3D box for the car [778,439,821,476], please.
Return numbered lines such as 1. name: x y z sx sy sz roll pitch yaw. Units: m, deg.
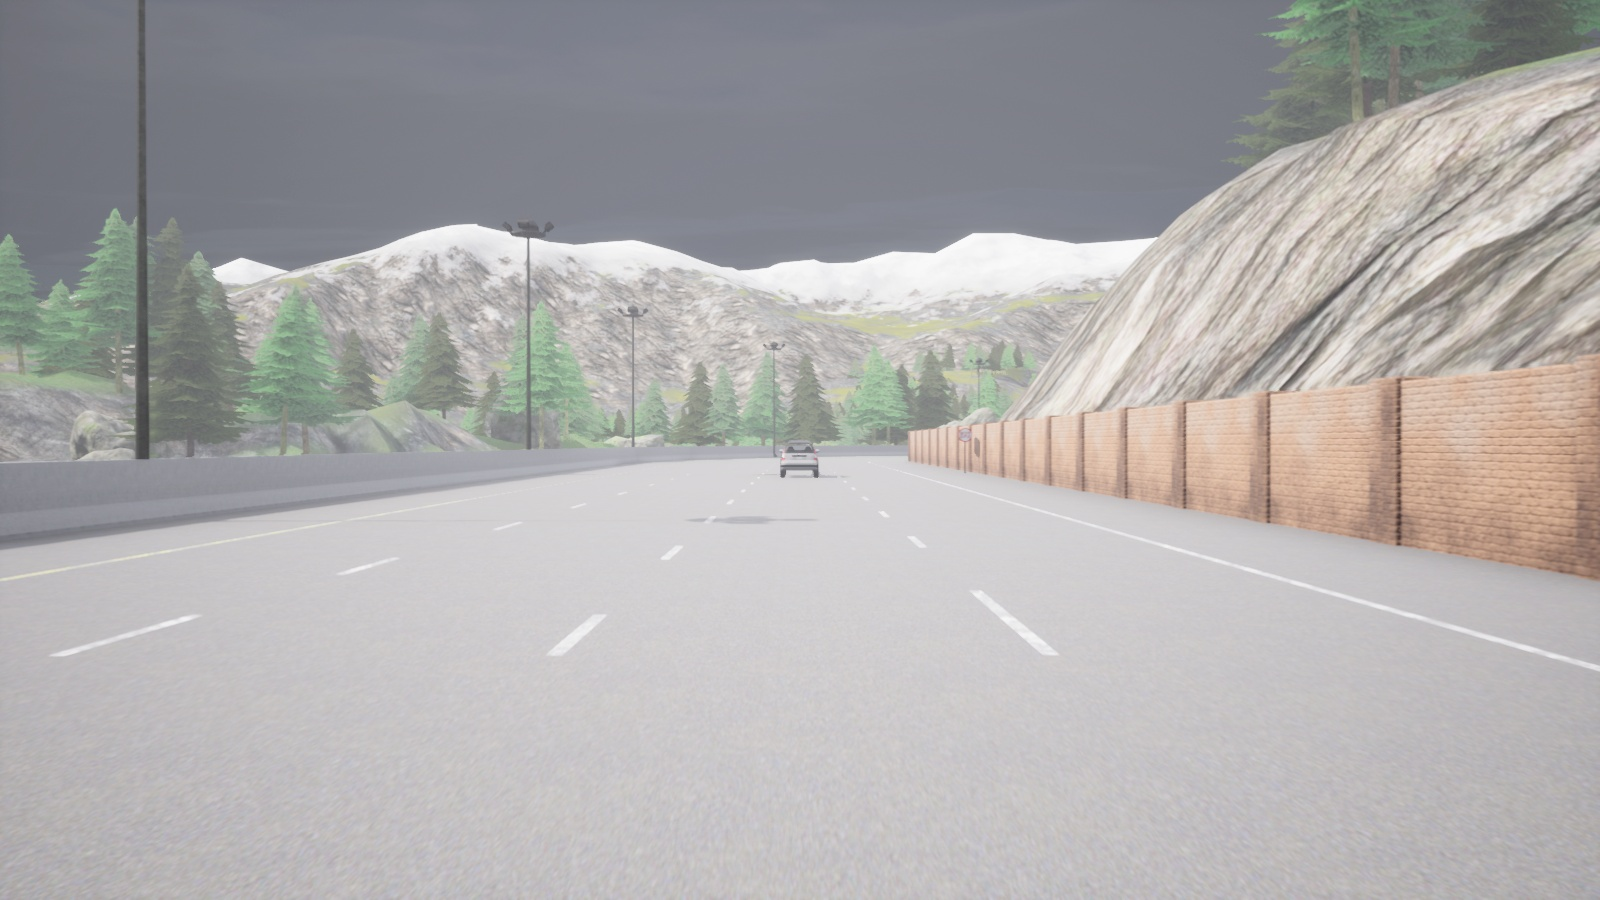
1. car: -0.017 0.325 56.625 1.851 1.617 3.988 0 0 0
